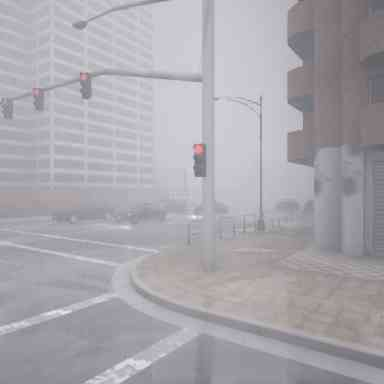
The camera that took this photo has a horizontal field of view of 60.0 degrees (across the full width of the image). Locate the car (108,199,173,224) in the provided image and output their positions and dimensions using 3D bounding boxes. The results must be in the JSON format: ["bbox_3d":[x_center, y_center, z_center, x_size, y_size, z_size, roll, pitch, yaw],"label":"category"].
[{"bbox_3d":[-3.769,1.526,25.160,1.812,1.442,4.674,0,0,35],"label":"car"}]

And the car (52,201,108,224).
[{"bbox_3d":[-8.070,1.478,25.175,1.882,1.535,5.008,0,0,35],"label":"car"}]

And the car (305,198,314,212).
[{"bbox_3d":[14.536,1.505,38.582,1.837,1.490,4.892,0,0,35],"label":"car"}]

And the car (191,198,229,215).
[{"bbox_3d":[1.933,1.564,33.209,1.994,1.385,4.181,0,0,36],"label":"car"}]

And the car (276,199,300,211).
[{"bbox_3d":[11.704,1.526,40.670,1.812,1.442,4.674,0,0,35],"label":"car"}]

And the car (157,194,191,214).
[{"bbox_3d":[-2.489,1.352,33.040,2.097,1.767,4.553,0,0,35],"label":"car"}]
